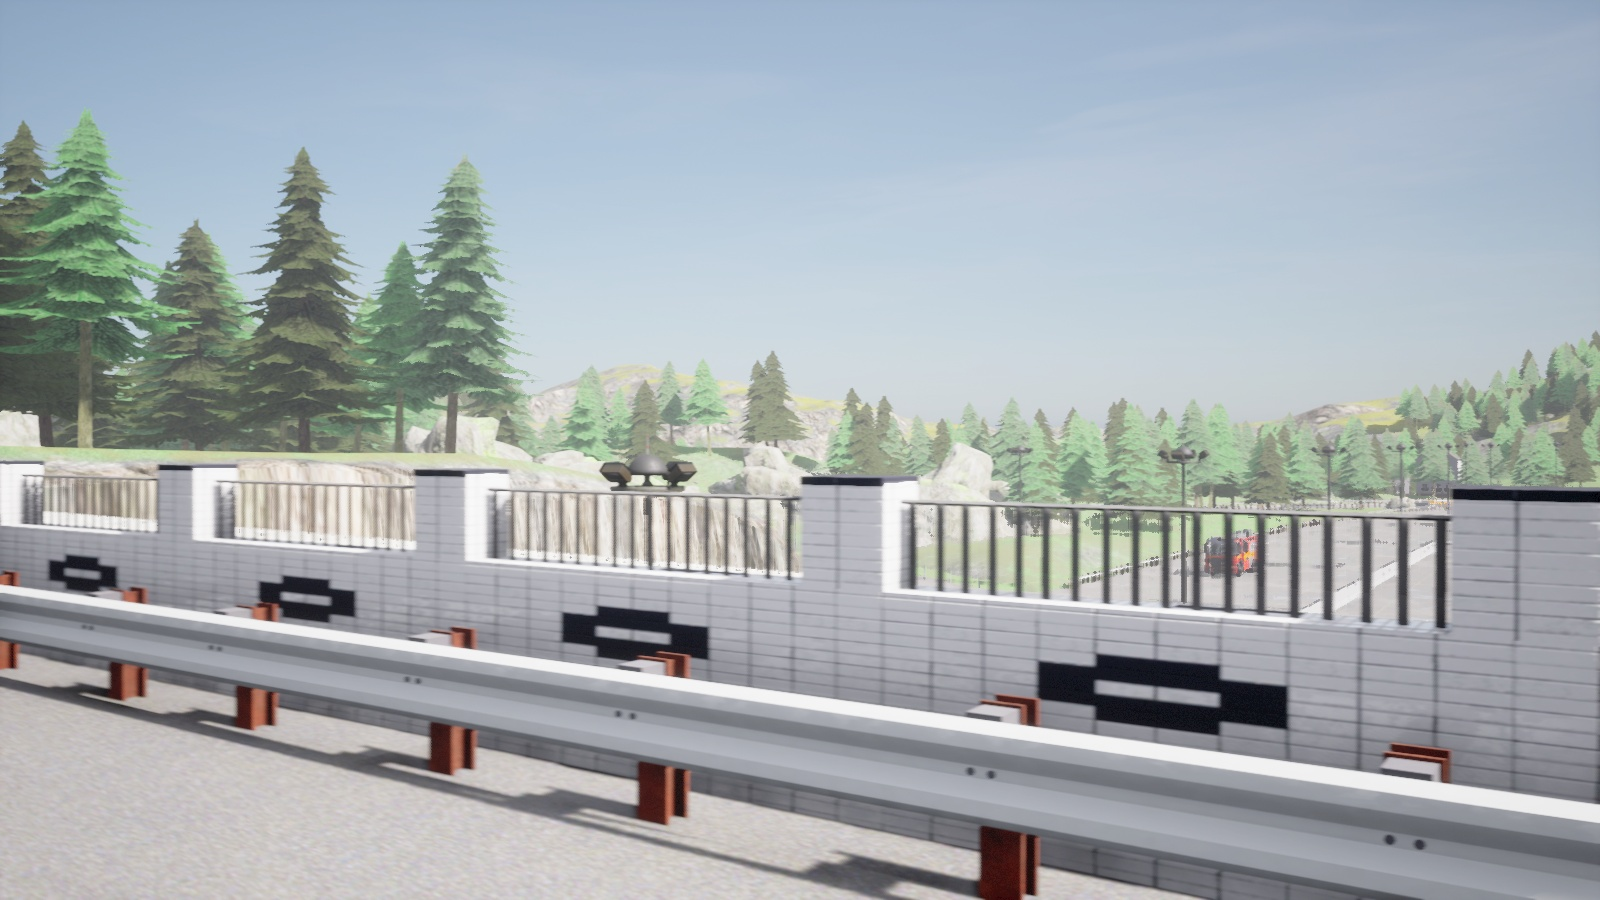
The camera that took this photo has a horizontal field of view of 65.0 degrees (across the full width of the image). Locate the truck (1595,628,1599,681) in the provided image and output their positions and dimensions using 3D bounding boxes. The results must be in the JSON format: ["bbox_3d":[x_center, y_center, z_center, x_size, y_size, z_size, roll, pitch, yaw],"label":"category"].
[{"bbox_3d":[40.908,9.728,60.600,5.204,2.467,2.627,-1,0,-38],"label":"truck"}]
